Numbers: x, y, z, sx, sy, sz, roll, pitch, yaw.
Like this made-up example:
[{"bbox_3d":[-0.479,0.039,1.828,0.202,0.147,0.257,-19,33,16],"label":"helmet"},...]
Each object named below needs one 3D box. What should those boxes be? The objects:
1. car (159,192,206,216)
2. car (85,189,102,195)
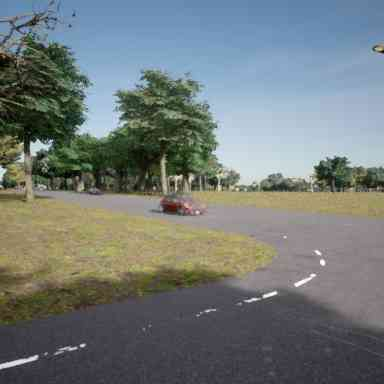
[{"bbox_3d":[-0.852,0.947,27.503,2.097,1.767,4.553,-1,2,-35],"label":"car"},{"bbox_3d":[-19.645,-0.015,66.094,1.895,1.301,4.718,-1,2,-35],"label":"car"}]
